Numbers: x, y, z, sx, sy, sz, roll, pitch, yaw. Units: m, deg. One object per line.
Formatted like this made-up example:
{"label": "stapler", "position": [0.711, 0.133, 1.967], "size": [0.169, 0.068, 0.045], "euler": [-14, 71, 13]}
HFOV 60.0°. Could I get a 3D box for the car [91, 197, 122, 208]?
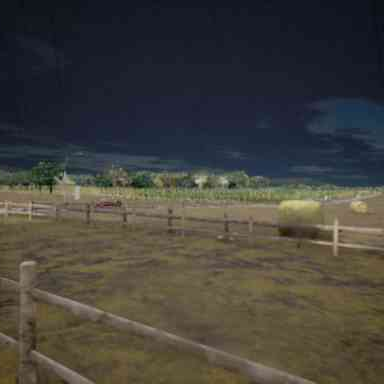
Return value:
{"label": "car", "position": [-12.863, 1.582, 50.225], "size": [1.882, 1.535, 5.008], "euler": [2, 0, 35]}
